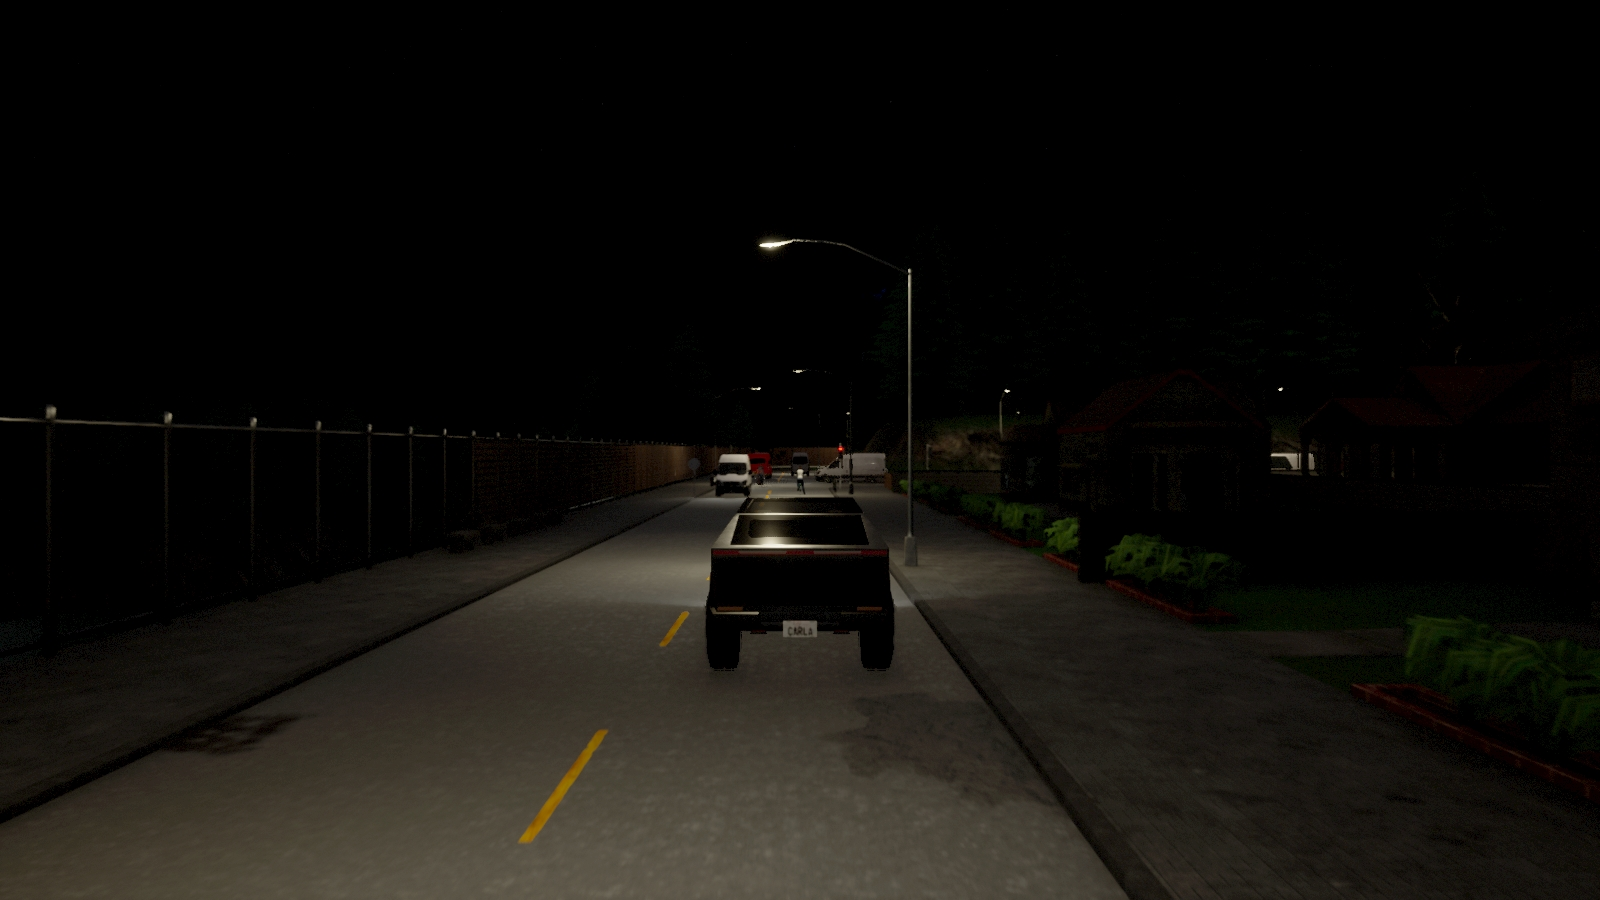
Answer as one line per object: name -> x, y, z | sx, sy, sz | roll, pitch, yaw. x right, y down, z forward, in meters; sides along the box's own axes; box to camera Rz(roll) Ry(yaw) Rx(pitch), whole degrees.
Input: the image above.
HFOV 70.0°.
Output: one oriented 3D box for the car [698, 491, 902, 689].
car -> -0.001, 1.754, 16.537 | 2.390, 2.098, 6.274 | 0, 0, 0
